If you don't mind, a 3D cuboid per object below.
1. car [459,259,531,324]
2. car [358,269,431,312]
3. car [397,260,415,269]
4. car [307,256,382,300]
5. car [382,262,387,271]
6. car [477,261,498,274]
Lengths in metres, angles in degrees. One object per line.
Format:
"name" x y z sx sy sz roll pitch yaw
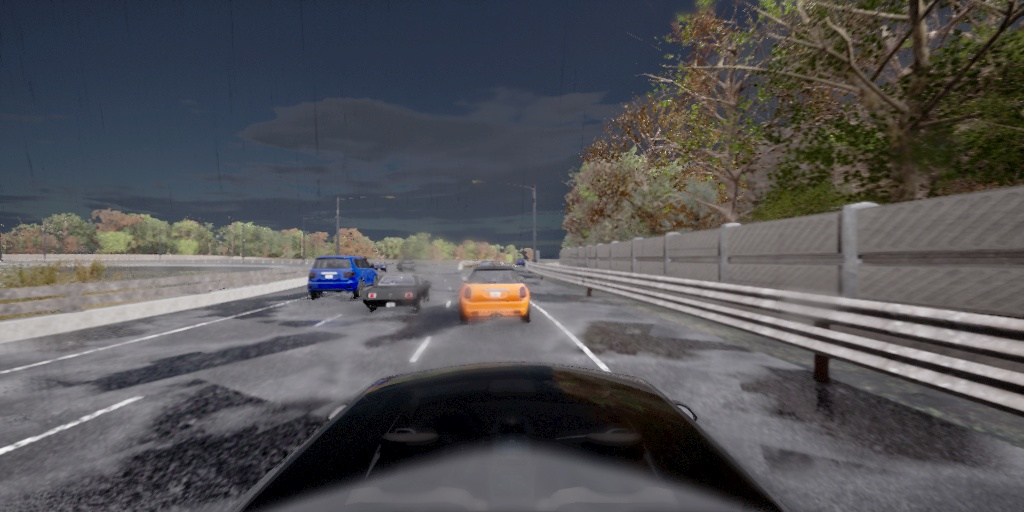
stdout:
"car" -0.650 1.106 12.228 2.097 1.767 4.553 0 0 -5
"car" -4.362 1.369 14.371 1.895 1.301 4.718 0 0 -7
"car" -14.248 1.301 48.095 2.128 1.511 4.902 0 0 -25
"car" -8.487 1.005 18.426 2.150 2.045 5.566 0 0 -9
"car" -17.924 1.424 47.771 1.895 1.301 4.718 0 0 -26
"car" -2.800 1.314 42.333 2.033 1.411 5.357 0 0 0
